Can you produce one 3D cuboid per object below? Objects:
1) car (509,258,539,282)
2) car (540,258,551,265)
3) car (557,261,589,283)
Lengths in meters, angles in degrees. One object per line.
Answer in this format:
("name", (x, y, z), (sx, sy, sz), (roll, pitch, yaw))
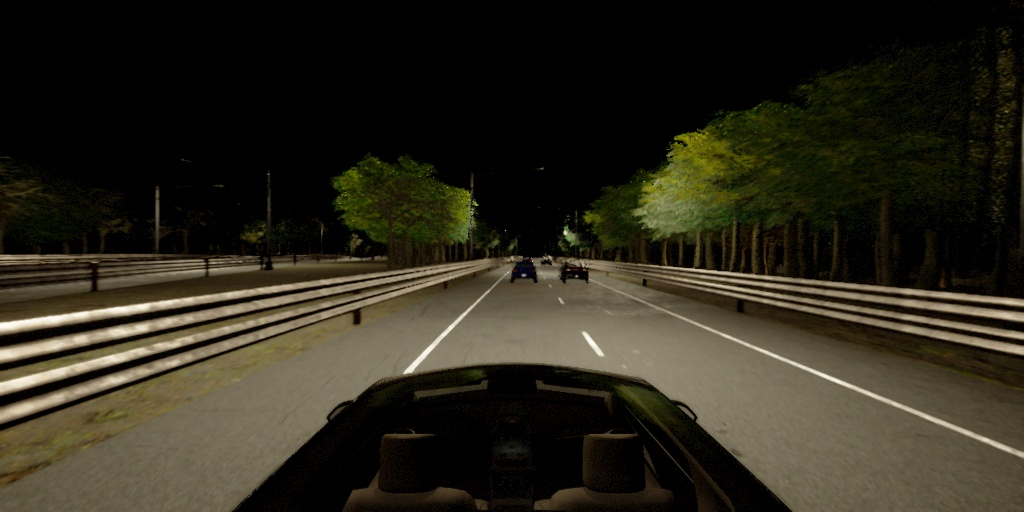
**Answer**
("car", (0.901, 1.108, 26.473), (1.812, 1.442, 4.674), (1, 1, 3))
("car", (6.042, 1.000, 64.626), (1.895, 1.301, 4.718), (1, 0, 2))
("car", (4.388, 1.111, 26.094), (2.128, 1.511, 4.902), (1, 0, 3))
